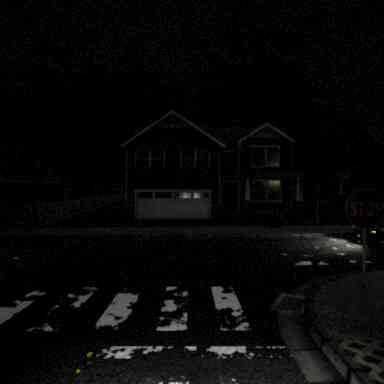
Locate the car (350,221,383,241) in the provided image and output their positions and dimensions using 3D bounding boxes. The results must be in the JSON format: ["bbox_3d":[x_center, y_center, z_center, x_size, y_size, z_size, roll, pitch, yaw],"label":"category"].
[{"bbox_3d":[9.640,1.409,13.930,5.357,1.411,2.033,-1,1,0],"label":"car"}]
